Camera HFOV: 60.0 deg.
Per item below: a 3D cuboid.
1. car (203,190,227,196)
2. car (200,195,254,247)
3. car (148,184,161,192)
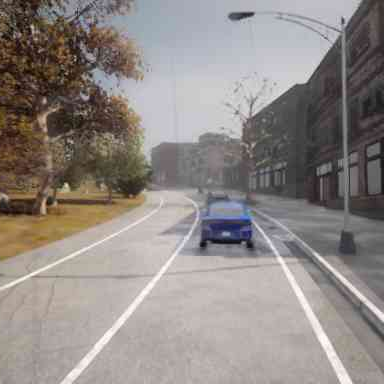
[{"bbox_3d":[2.059,0.628,27.891,1.837,1.490,4.892,1,3,-1],"label":"car"},{"bbox_3d":[1.396,1.133,13.410,1.882,1.535,5.008,0,3,6],"label":"car"},{"bbox_3d":[-7.200,-0.761,63.317,1.837,1.490,4.892,2,2,-17],"label":"car"}]
